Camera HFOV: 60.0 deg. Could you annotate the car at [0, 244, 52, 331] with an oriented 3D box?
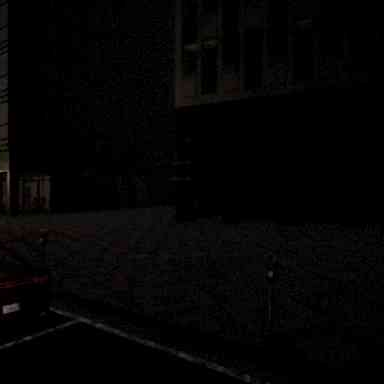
[{"bbox_3d":[-4.427,1.551,6.115,4.507,1.381,1.887,0,0,35],"label":"car"}]
